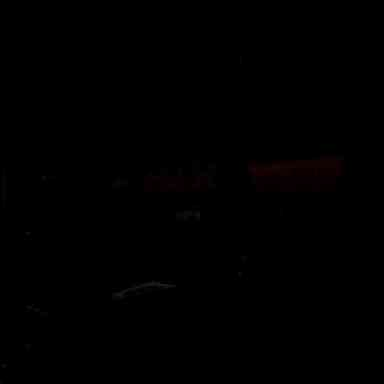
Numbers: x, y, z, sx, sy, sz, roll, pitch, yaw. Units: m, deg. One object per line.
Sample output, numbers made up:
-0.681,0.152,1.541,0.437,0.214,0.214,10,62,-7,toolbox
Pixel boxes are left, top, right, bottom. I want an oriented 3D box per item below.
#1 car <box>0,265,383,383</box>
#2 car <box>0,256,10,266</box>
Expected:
-0.297,1.587,3.051,4.313,1.339,1.947,-1,-2,36,car
-4.820,1.645,6.277,4.313,1.339,1.947,-1,-2,36,car
